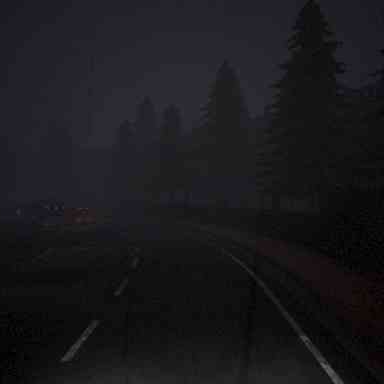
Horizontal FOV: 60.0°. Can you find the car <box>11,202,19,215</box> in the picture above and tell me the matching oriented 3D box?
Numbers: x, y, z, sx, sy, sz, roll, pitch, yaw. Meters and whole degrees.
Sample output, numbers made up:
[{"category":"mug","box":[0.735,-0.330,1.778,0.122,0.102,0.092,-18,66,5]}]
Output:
[{"category":"car","box":[-21.225,1.941,40.429,4.892,1.490,1.837,0,-1,26]}]

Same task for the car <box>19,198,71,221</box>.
[{"category":"car","box":[-13.957,1.562,31.406,5.566,2.045,2.150,-1,-1,44]}]

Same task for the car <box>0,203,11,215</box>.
[{"category":"car","box":[-23.104,1.967,37.667,4.181,1.385,1.994,0,-1,24]}]

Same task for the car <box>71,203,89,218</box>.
[{"category":"car","box":[-12.592,1.870,34.685,4.902,1.511,2.128,-1,-1,43]}]
